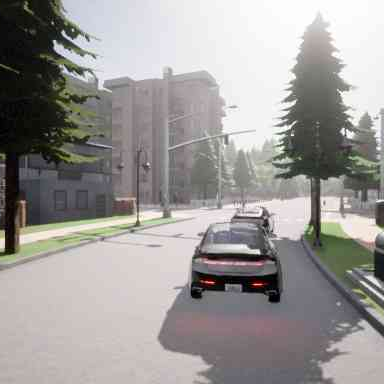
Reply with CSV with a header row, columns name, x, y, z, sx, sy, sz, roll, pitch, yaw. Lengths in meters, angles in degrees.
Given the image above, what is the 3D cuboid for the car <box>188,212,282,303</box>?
name,x,y,z,sx,sy,sz,roll,pitch,yaw
car,1.103,1.492,8.314,2.128,1.511,4.902,0,0,9

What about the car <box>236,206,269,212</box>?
name,x,y,z,sx,sy,sz,roll,pitch,yaw
car,3.227,1.491,17.422,2.128,1.511,4.902,0,0,18
